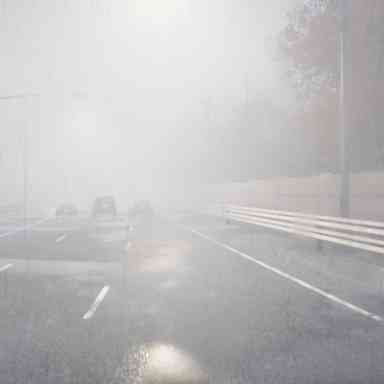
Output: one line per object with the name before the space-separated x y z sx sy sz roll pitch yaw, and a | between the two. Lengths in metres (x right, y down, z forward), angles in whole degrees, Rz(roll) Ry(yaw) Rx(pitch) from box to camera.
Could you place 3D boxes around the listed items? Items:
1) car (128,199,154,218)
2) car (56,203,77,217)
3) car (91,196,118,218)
car | -5.089 1.518 32.798 2.097 1.767 4.553 0 0 -16
car | -13.047 1.793 34.675 1.994 1.385 4.181 0 0 -19
car | -8.574 1.410 32.403 2.150 2.045 5.566 0 0 -17
